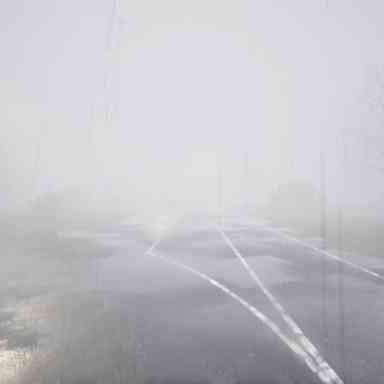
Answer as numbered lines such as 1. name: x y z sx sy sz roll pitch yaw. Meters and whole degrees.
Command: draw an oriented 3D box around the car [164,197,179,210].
1. car: -3.434 1.859 56.105 2.150 2.045 5.566 0 -1 0
